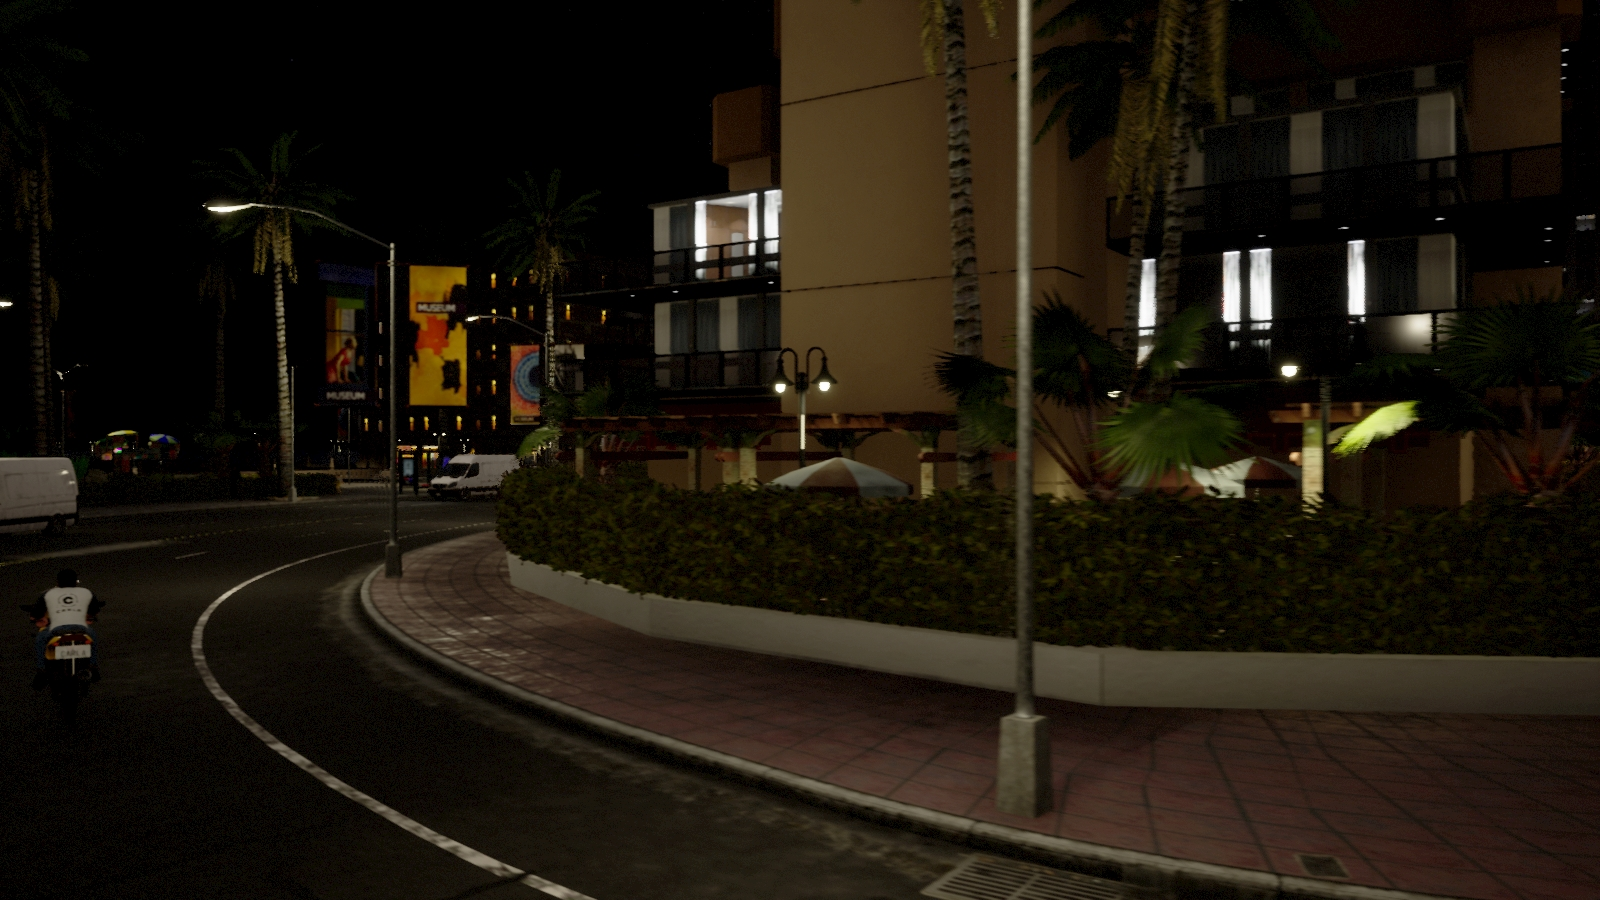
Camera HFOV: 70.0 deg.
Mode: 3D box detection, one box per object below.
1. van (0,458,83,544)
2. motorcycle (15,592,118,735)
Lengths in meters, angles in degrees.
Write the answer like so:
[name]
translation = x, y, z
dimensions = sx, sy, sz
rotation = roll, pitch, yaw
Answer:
[van]
translation = -24.840, 1.532, 34.897
dimensions = 1.988, 2.561, 5.915
rotation = 0, 0, 2
[motorcycle]
translation = -7.853, 2.212, 12.193
dimensions = 0.803, 1.145, 2.033
rotation = 1, -1, -36
